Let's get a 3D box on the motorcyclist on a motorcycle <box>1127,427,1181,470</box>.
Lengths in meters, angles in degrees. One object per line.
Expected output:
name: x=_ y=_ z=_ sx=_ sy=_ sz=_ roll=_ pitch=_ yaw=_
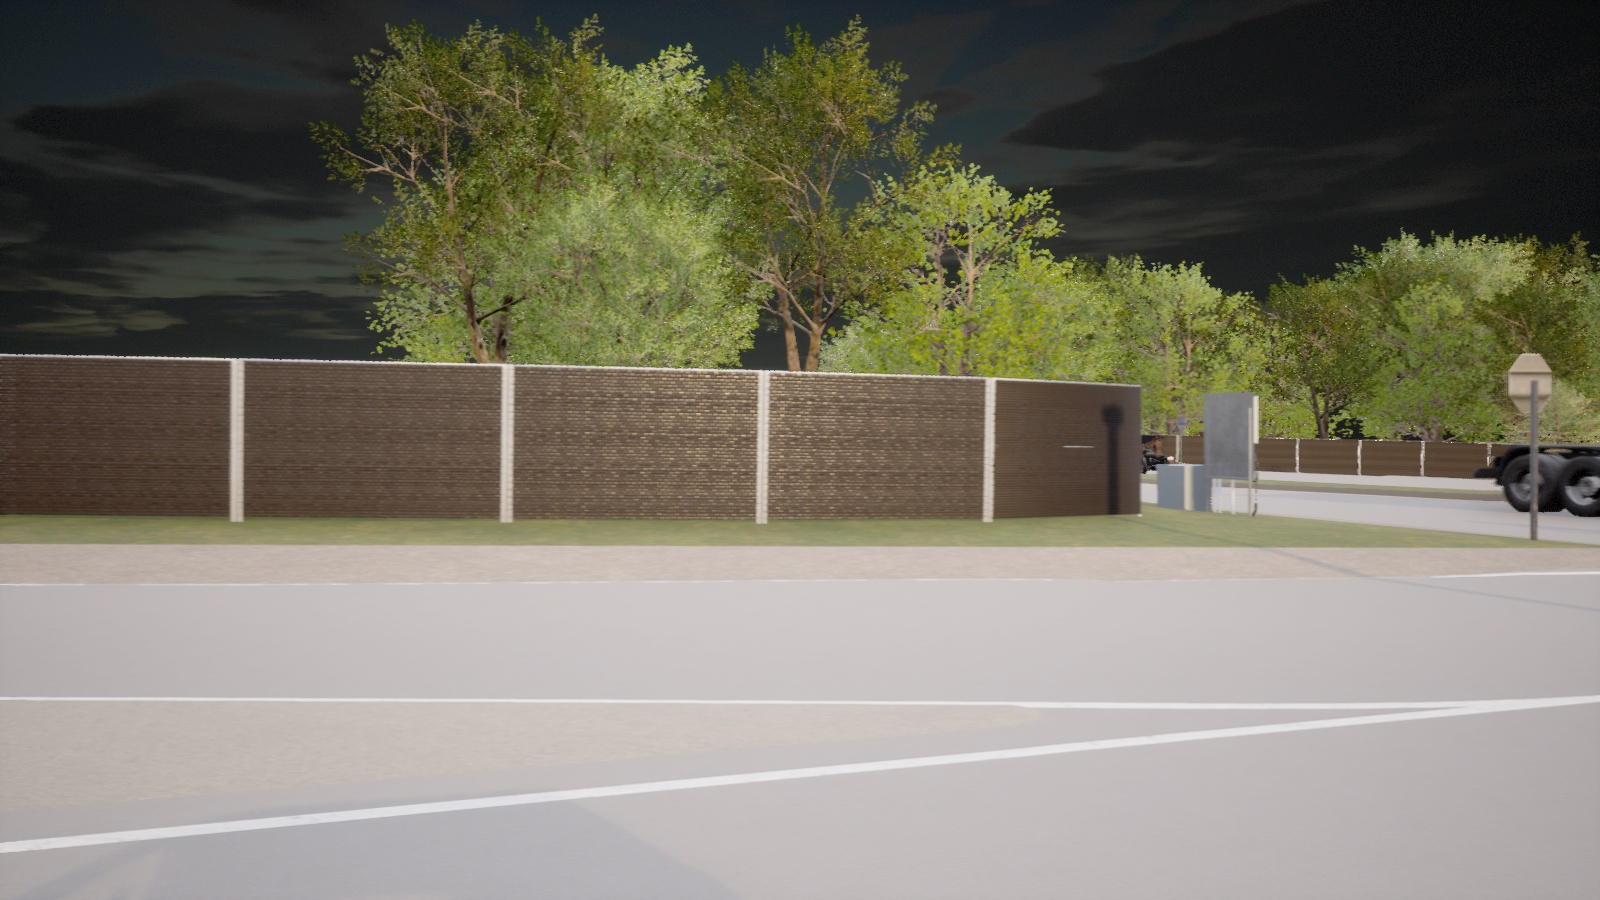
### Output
motorcyclist on a motorcycle: x=14.142 y=-0.077 z=50.220 sx=0.766 sy=1.649 sz=2.350 roll=-3 pitch=1 yaw=-22

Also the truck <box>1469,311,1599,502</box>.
truck: x=16.245 y=-0.794 z=22.110 sx=2.891 sy=3.462 sz=7.936 roll=-1 pitch=1 yaw=-21
